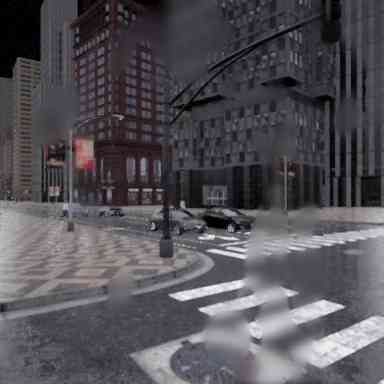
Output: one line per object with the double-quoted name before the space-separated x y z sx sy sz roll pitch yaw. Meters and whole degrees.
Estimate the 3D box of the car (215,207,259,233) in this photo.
"car" 2.204 1.762 22.041 1.882 1.535 5.008 0 -1 -36

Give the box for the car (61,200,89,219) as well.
"car" -13.553 2.068 38.441 2.097 1.767 4.553 0 -1 -36

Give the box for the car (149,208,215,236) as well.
"car" -0.996 1.813 20.924 1.837 1.490 4.892 0 -1 -36

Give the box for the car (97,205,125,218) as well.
"car" -9.300 2.221 38.078 1.994 1.385 4.181 0 -1 -36

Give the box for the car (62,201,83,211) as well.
"car" -18.264 2.068 50.720 1.837 1.490 4.892 0 -1 -36
